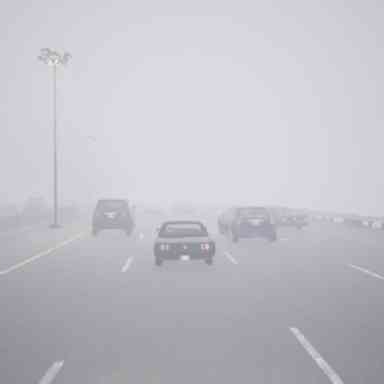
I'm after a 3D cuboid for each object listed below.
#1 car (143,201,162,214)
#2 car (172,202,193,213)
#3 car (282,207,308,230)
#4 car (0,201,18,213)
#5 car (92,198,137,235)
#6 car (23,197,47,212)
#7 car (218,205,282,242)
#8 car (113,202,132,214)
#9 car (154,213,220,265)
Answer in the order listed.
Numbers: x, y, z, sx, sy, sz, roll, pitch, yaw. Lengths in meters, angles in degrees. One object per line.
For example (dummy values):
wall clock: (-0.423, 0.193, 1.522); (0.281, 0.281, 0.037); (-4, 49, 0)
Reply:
car: (-4.699, 1.837, 39.817); (1.812, 1.442, 4.674); (0, 0, -14)
car: (-1.207, 1.856, 40.298); (1.994, 1.385, 4.181); (0, 0, -14)
car: (5.678, 1.665, 21.969); (2.033, 1.411, 5.357); (0, 0, -8)
car: (-23.922, 1.954, 42.945); (2.128, 1.511, 4.902); (0, 0, -16)
car: (-4.635, 1.397, 20.223); (2.150, 2.045, 5.566); (0, 0, -7)
car: (-20.456, 1.665, 43.620); (2.150, 2.045, 5.566); (0, 0, -16)
car: (2.659, 1.455, 17.127); (2.097, 1.767, 4.553); (0, 0, -6)
car: (-8.523, 1.907, 40.633); (1.994, 1.385, 4.181); (0, 0, -15)
car: (-0.369, 1.690, 12.146); (1.895, 1.301, 4.718); (0, 0, -4)
